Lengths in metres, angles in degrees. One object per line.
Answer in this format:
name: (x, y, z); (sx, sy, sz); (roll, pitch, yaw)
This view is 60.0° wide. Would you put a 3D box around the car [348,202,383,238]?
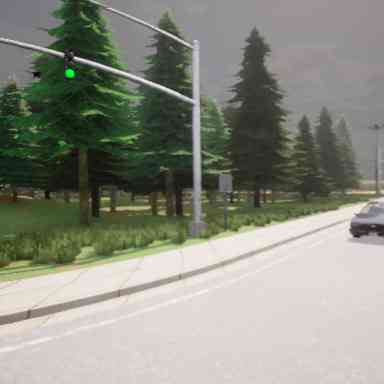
car: (8.431, 1.151, 14.600); (2.033, 1.411, 5.357); (0, 1, 38)
